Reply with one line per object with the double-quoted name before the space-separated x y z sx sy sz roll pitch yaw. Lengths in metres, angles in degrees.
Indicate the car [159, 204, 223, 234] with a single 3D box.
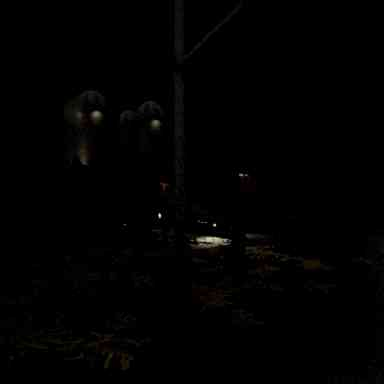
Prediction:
"car" -0.199 1.505 19.565 1.837 1.490 4.892 0 0 -35
